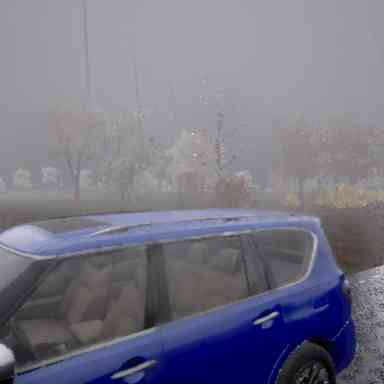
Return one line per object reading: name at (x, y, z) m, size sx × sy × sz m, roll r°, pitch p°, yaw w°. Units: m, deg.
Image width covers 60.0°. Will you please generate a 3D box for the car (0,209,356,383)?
car at (-0.849, 1.224, 2.819) m, size 5.566 × 2.045 × 2.150 m, roll 0°, pitch 0°, yaw -36°
